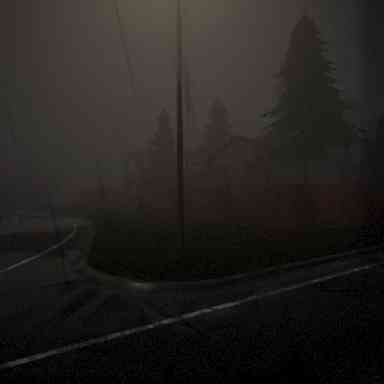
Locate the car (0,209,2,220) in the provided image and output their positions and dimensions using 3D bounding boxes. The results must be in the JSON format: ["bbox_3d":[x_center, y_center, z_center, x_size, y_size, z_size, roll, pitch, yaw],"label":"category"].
[{"bbox_3d":[-16.703,1.549,26.964,1.994,1.385,4.181,0,0,-36],"label":"car"}]
